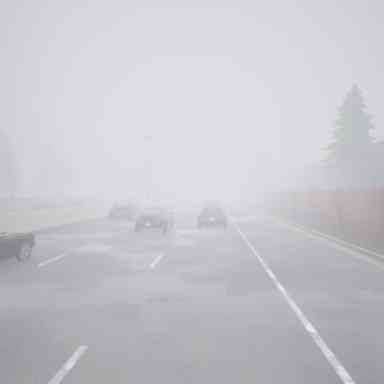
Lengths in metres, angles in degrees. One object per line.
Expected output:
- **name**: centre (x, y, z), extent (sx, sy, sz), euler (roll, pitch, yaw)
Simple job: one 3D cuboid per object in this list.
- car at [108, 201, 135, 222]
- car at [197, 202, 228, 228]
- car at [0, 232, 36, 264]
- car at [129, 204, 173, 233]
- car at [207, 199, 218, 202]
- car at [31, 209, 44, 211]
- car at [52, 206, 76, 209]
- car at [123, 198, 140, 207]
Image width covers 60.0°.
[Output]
- **car**: centre (-5.339, 1.594, 27.167), extent (2.128, 1.511, 4.902), euler (0, 0, 4)
- **car**: centre (1.419, 1.673, 23.051), extent (1.994, 1.385, 4.181), euler (0, 0, 4)
- **car**: centre (-6.428, 1.621, 9.419), extent (1.895, 1.301, 4.718), euler (0, 0, 3)
- **car**: centre (-2.253, 1.609, 20.416), extent (1.812, 1.442, 4.674), euler (0, 0, 4)
- **car**: centre (2.565, 1.701, 41.425), extent (1.837, 1.490, 4.892), euler (0, 0, 4)
- **car**: centre (-18.621, 1.687, 42.033), extent (1.994, 1.385, 4.181), euler (0, 0, 4)
- **car**: centre (-15.146, 1.625, 41.650), extent (2.128, 1.511, 4.902), euler (0, 0, 4)
- **car**: centre (-10.556, 1.750, 58.205), extent (1.812, 1.442, 4.674), euler (0, 0, 4)
